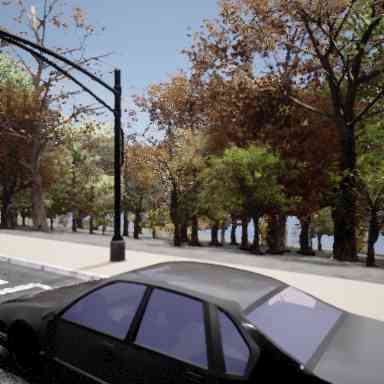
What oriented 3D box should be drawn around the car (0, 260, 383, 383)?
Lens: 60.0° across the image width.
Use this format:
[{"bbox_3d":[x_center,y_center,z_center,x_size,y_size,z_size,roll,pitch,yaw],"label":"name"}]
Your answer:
[{"bbox_3d":[-0.201,1.567,3.826,5.357,1.411,2.033,-1,0,35],"label":"car"}]
